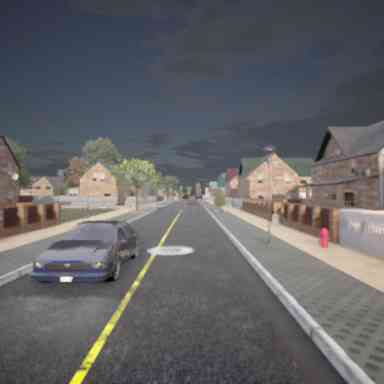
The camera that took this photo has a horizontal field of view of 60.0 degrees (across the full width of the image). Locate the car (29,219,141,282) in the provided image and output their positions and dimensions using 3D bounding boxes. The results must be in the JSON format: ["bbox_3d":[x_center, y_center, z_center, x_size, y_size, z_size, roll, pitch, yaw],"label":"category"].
[{"bbox_3d":[-2.778,1.563,10.052,2.033,1.411,5.357,0,0,0],"label":"car"}]

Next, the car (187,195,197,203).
[{"bbox_3d":[0.009,1.623,75.525,2.097,1.767,4.553,0,0,0],"label":"car"}]

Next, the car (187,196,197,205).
[{"bbox_3d":[0.008,1.744,65.127,2.128,1.511,4.902,0,0,0],"label":"car"}]
